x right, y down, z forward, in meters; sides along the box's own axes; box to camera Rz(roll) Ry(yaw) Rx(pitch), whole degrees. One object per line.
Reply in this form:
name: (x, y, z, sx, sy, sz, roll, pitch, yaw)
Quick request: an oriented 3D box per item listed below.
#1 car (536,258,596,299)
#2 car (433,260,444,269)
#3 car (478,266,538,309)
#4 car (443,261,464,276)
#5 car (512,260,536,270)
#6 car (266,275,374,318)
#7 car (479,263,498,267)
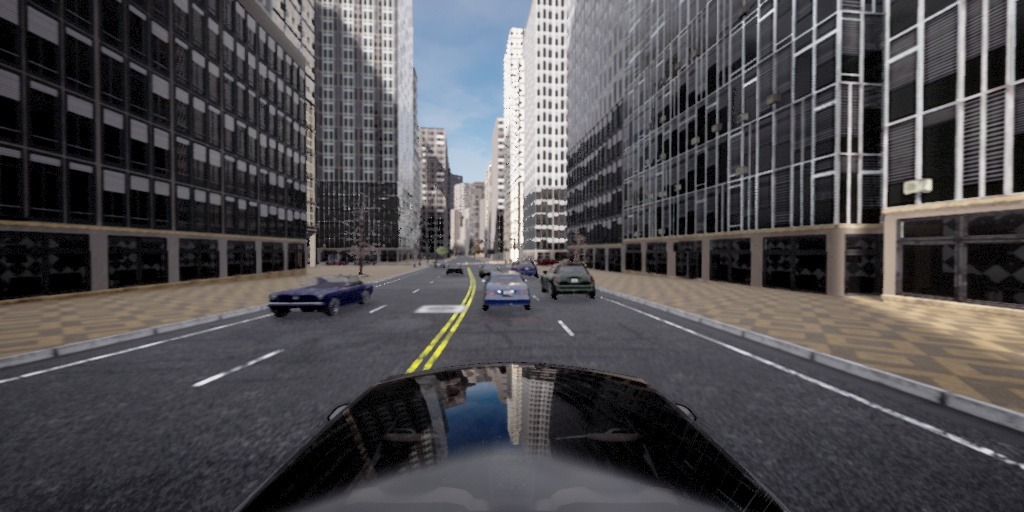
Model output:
car: (2.736, 1.142, 18.501, 2.097, 1.767, 4.553, 0, 0, -3)
car: (-12.408, 1.376, 61.646, 2.128, 1.511, 4.902, 0, 0, -7)
car: (-0.290, 1.331, 15.039, 2.033, 1.411, 5.357, 0, 0, -3)
car: (-6.147, 1.442, 38.812, 1.895, 1.301, 4.718, 0, 0, -8)
car: (1.099, 1.174, 34.754, 2.097, 1.767, 4.553, 0, 0, -7)
car: (-6.851, 1.382, 13.392, 1.895, 1.301, 4.718, 0, 0, -3)
car: (-2.244, 1.393, 35.320, 1.994, 1.385, 4.181, 0, 0, -7)
